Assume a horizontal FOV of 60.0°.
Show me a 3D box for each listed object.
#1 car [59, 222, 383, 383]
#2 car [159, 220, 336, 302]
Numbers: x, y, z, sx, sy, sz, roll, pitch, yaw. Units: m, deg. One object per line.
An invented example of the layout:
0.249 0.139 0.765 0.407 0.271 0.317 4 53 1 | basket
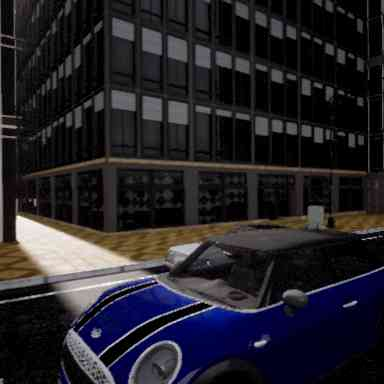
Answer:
0.778 1.342 4.269 4.553 1.767 2.097 0 0 -36 | car
1.651 1.580 8.902 4.718 1.301 1.895 0 0 -36 | car
